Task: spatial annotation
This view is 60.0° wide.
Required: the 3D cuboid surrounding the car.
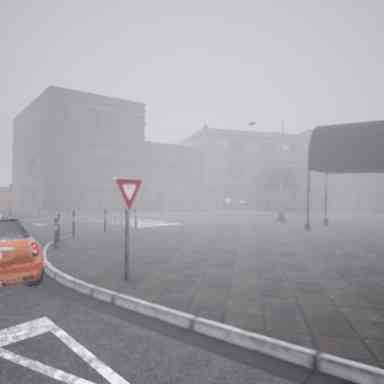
[{"bbox_3d":[-5.442,1.287,8.183,2.097,1.767,4.553,0,0,-45],"label":"car"}]
